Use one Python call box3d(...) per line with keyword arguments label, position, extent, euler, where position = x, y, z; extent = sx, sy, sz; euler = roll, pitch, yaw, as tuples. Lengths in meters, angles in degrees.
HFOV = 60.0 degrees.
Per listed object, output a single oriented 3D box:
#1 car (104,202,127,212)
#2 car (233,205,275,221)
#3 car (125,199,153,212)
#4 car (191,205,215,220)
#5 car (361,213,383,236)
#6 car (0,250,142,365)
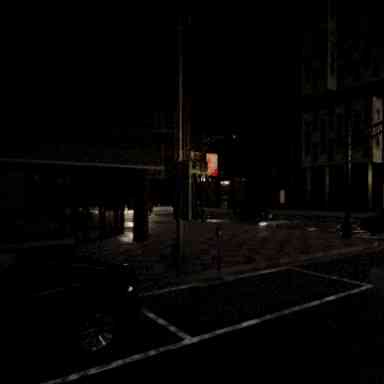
box3d(label="car", position=(-12.419, 2.390, 53.755), extent=(1.882, 1.535, 5.008), euler=(0, -1, -35))
box3d(label="car", position=(6.089, 2.087, 33.292), extent=(1.812, 1.442, 4.674), euler=(0, -1, -36))
box3d(label="car", position=(-8.397, 2.120, 53.675), extent=(2.150, 2.045, 5.566), euler=(0, -1, -35))
box3d(label="car", position=(0.167, 2.166, 35.989), extent=(2.033, 1.411, 5.357), euler=(0, -1, -36))
box3d(label="car", position=(12.249, 1.825, 19.084), extent=(1.812, 1.442, 4.674), euler=(0, -3, -36))
box3d(label="car", position=(-2.791, 1.569, 4.546), extent=(4.313, 1.339, 1.947), euler=(1, -1, -35))
